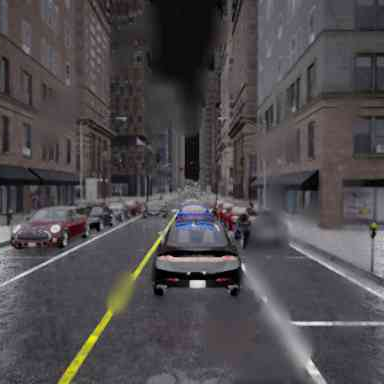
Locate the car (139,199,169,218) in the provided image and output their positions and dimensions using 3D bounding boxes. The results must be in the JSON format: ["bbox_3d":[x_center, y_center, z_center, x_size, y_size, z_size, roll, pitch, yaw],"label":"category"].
[{"bbox_3d":[-2.972,1.375,28.071,1.837,1.490,4.892,0,0,0],"label":"car"}]

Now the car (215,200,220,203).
[{"bbox_3d":[2.777,1.403,24.961,1.887,1.381,4.507,-1,0,0],"label":"car"}]

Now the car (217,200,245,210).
[{"bbox_3d":[2.771,1.433,19.456,1.887,1.381,4.507,-1,0,0],"label":"car"}]

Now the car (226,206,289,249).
[{"bbox_3d":[2.766,1.485,13.952,1.947,1.339,4.313,-1,0,0],"label":"car"}]

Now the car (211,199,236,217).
[{"bbox_3d":[2.783,1.372,30.467,1.887,1.381,4.507,-1,0,0],"label":"car"}]

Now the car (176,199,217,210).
[{"bbox_3d":[0.118,1.372,18.312,1.882,1.535,5.008,0,0,0],"label":"car"}]

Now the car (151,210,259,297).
[{"bbox_3d":[0.108,1.442,8.457,2.128,1.511,4.902,0,0,0],"label":"car"}]

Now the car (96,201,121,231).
[{"bbox_3d":[-5.754,1.454,19.466,1.947,1.339,4.313,-1,0,0],"label":"car"}]

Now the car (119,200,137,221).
[{"bbox_3d":[-5.748,1.409,24.971,2.008,1.369,4.403,-1,0,0],"label":"car"}]

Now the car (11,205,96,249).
[{"bbox_3d":[-5.761,1.359,13.959,1.967,1.590,4.097,-1,0,0],"label":"car"}]

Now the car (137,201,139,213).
[{"bbox_3d":[-5.742,1.372,30.476,1.887,1.381,4.507,-1,0,0],"label":"car"}]
